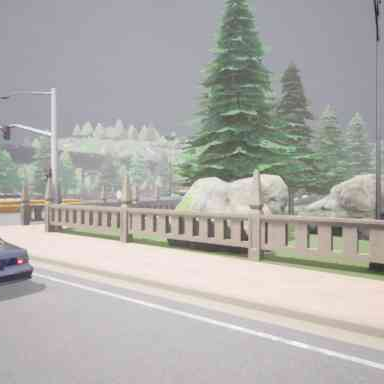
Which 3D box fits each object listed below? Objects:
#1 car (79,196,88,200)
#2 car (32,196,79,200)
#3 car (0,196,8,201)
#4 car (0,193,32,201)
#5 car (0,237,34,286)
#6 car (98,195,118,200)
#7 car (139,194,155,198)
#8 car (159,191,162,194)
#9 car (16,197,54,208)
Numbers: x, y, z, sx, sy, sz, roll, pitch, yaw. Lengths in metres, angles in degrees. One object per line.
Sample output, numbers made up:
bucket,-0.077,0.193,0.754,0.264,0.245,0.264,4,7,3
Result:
car,-18.232,1.346,51.010,2.097,1.767,4.553,0,0,35
car,-18.357,1.472,44.841,1.882,1.535,5.008,0,0,36
car,-23.925,1.486,37.113,2.128,1.511,4.902,0,0,36
car,-24.176,1.216,42.748,2.150,2.045,5.566,0,0,36
car,-6.105,1.546,8.317,5.357,1.411,2.033,0,0,36
car,-15.066,1.332,61.427,2.128,1.511,4.902,0,2,36
car,-8.843,1.161,58.102,2.097,1.767,4.553,0,2,36
car,-6.311,0.648,67.567,2.097,1.767,4.553,0,4,36
car,-23.398,1.499,49.816,1.837,1.490,4.892,0,0,36
